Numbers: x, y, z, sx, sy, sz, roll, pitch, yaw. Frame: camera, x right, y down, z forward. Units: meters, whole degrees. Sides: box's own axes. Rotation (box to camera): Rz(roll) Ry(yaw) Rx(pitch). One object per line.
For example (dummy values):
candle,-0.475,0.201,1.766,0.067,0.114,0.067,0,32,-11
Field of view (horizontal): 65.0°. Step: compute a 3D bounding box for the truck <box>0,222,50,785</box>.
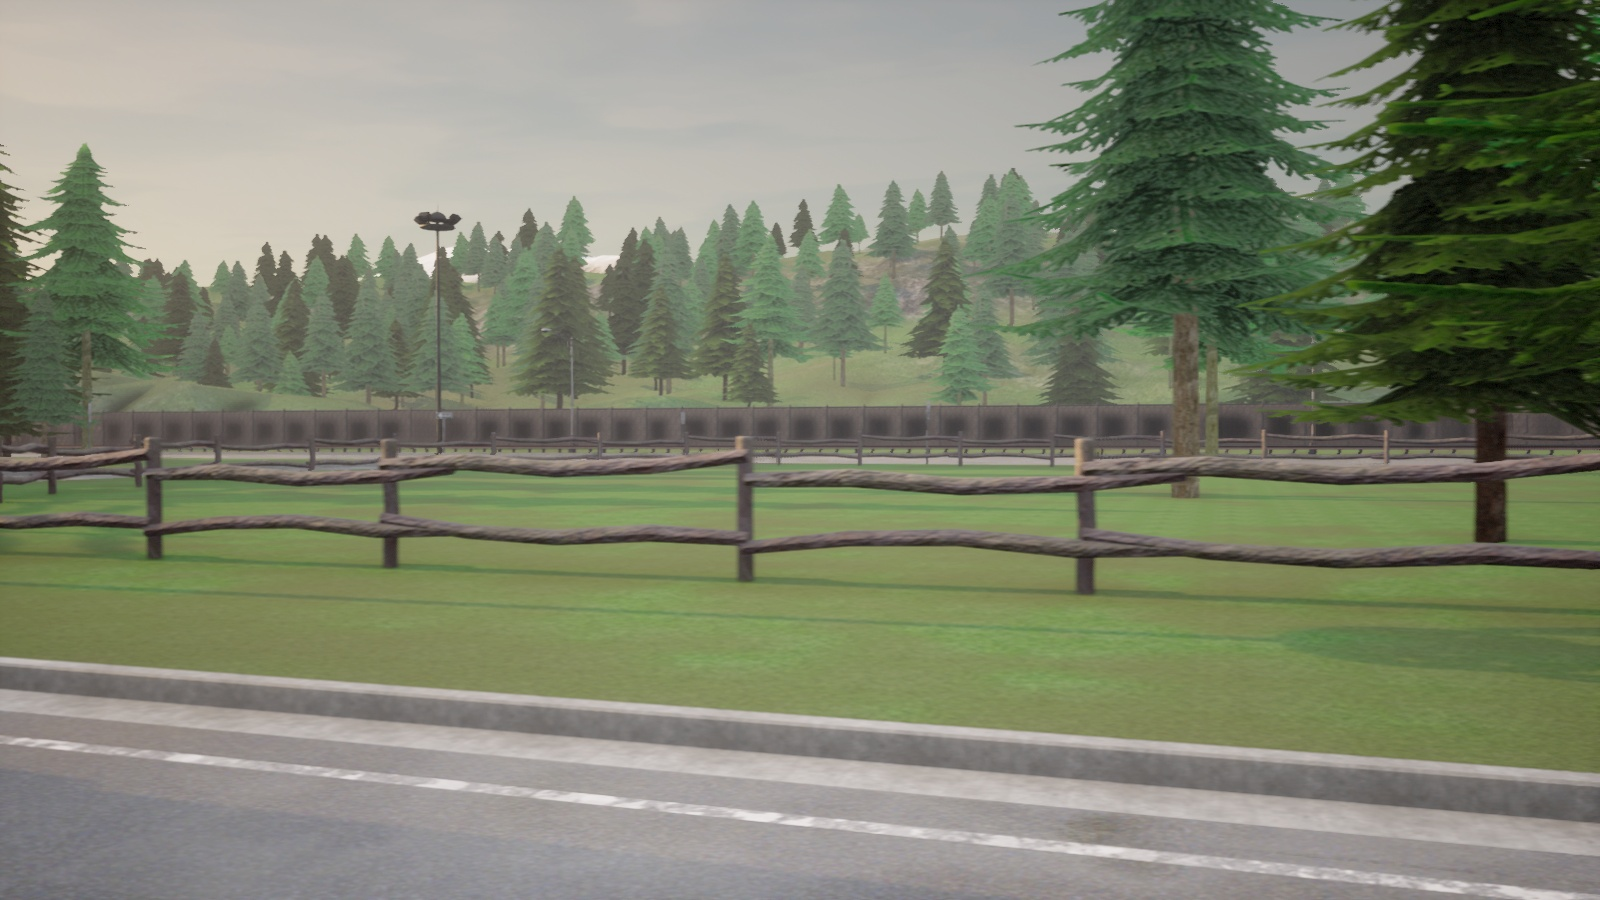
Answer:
truck,-6.312,0.227,5.309,5.204,2.467,2.627,1,1,19
